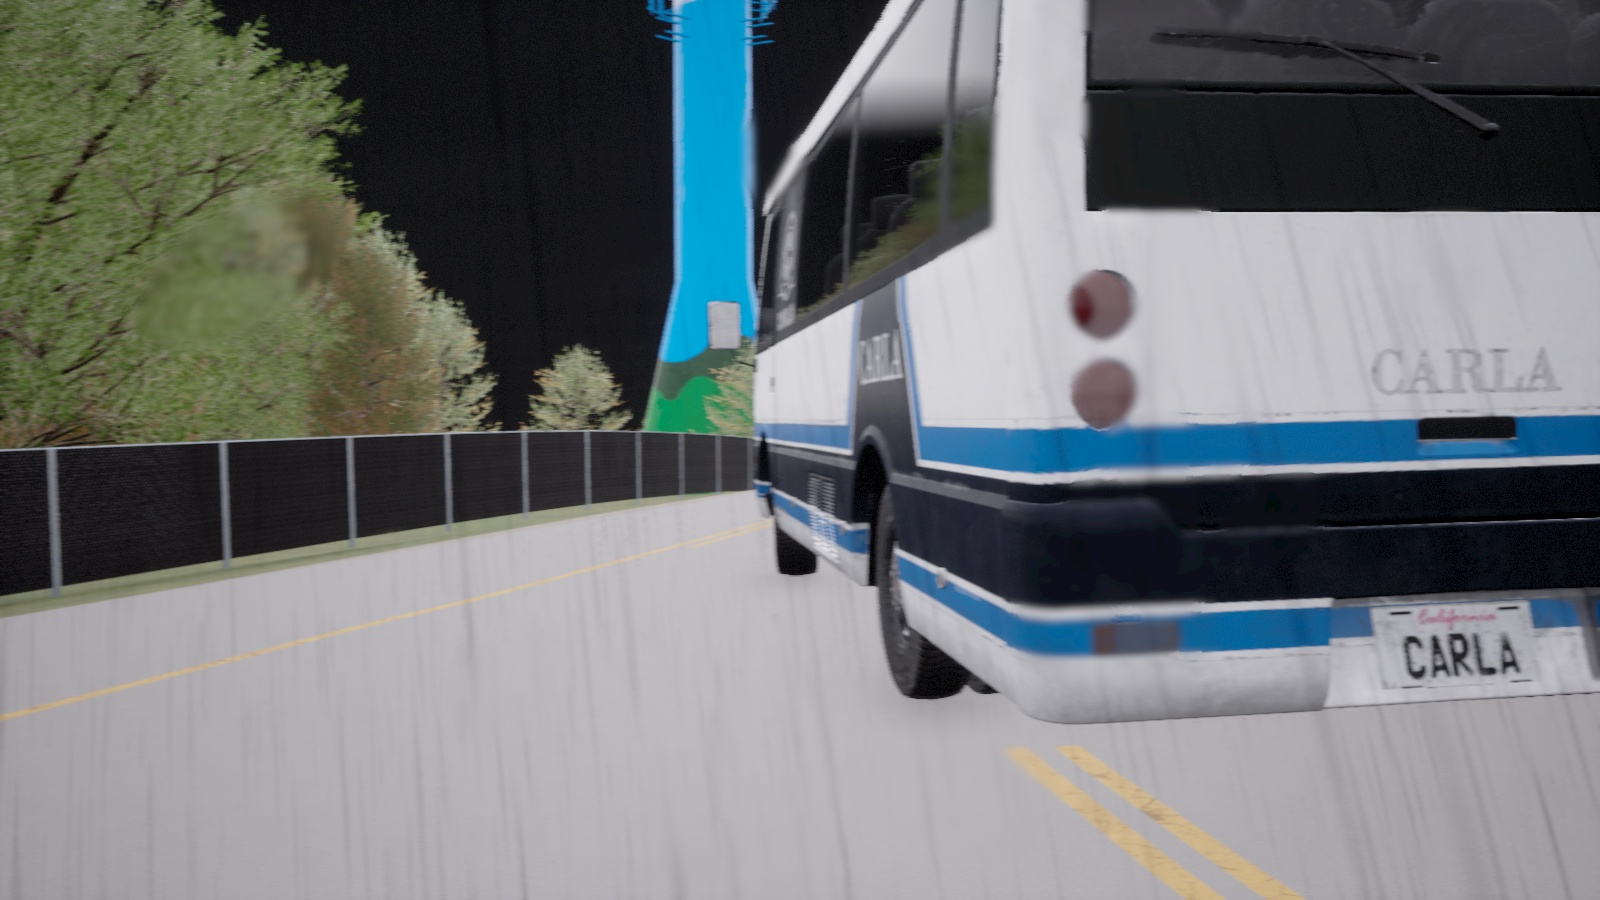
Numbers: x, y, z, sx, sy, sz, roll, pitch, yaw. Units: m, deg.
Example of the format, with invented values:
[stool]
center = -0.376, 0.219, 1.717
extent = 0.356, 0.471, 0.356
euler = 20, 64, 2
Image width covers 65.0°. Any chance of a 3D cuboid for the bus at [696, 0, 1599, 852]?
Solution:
[bus]
center = 1.498, -0.808, 9.935
extent = 3.944, 4.253, 10.273
euler = -1, 2, -8
